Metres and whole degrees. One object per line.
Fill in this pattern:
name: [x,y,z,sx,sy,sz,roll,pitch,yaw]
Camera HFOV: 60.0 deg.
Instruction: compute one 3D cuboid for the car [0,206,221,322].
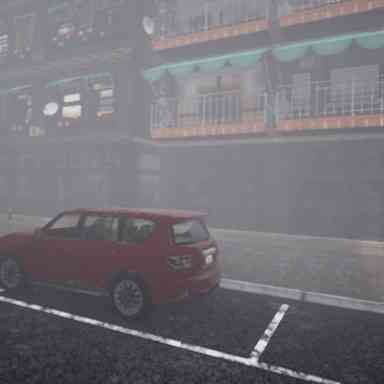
car: [-1.855,1.207,6.951,5.009,1.841,2.192,2,0,26]
